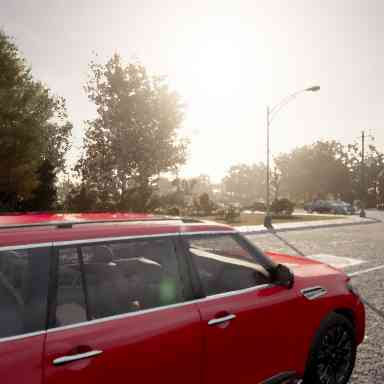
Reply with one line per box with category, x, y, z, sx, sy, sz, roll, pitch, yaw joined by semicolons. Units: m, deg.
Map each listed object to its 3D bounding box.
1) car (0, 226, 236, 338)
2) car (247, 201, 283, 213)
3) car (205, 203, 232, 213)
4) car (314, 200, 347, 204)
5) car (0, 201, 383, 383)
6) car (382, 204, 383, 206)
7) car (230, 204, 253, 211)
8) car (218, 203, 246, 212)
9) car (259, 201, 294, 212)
car;-1.432;1.602;7.252;4.718;1.301;1.895;0;0;-35
car;9.663;2.028;44.415;1.837;1.490;4.892;0;-3;-32
car;4.161;2.542;53.240;1.837;1.490;4.892;0;-3;-32
car;14.624;1.708;36.479;2.128;1.511;4.902;0;-1;-32
car;-0.466;1.222;3.424;5.566;2.045;2.150;0;0;-37
car;24.839;1.725;40.044;1.812;1.442;4.674;0;-1;-32
car;9.608;3.026;64.697;1.895;1.301;4.718;0;-3;-32
car;6.649;2.600;55.866;1.837;1.490;4.892;0;-3;-32
car;11.968;2.093;47.337;1.837;1.490;4.892;0;-3;-32
